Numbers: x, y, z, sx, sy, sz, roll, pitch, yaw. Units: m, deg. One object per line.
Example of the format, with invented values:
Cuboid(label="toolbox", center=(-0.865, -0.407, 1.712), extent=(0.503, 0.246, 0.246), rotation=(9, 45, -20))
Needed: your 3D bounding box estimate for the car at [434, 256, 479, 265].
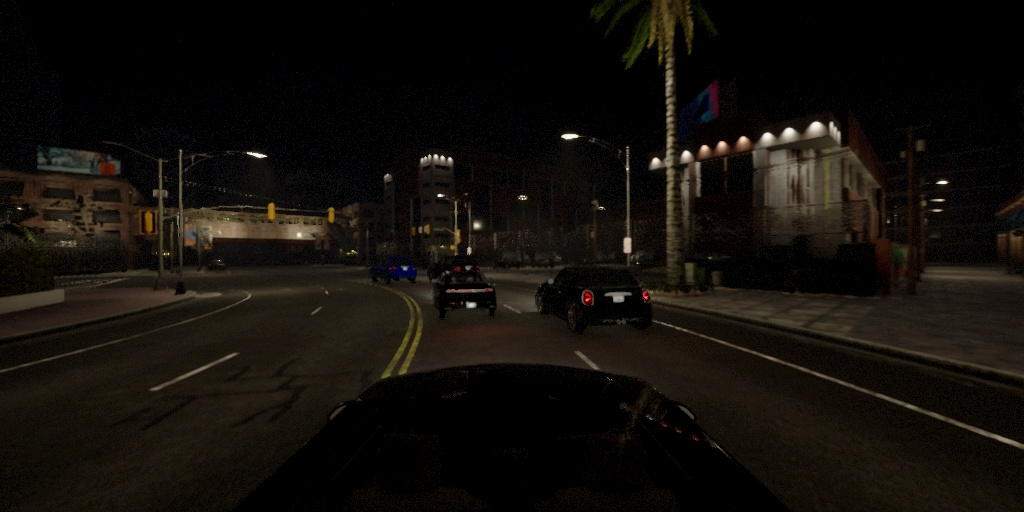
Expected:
Cuboid(label="car", center=(-4.403, 0.991, 26.892), extent=(2.150, 2.045, 5.566), rotation=(0, 0, -33))

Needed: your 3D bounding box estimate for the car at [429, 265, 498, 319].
Cuboid(label="car", center=(-1.843, 1.249, 12.971), extent=(2.128, 1.511, 4.902), rotation=(0, 0, -15))

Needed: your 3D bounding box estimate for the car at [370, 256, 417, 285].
Cuboid(label="car", center=(-9.156, 1.026, 27.513), extent=(2.150, 2.045, 5.566), rotation=(0, 0, -37))

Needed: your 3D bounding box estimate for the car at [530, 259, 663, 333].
Cuboid(label="car", center=(2.227, 1.081, 10.960), extent=(2.097, 1.767, 4.553), rotation=(-1, 0, -11))
